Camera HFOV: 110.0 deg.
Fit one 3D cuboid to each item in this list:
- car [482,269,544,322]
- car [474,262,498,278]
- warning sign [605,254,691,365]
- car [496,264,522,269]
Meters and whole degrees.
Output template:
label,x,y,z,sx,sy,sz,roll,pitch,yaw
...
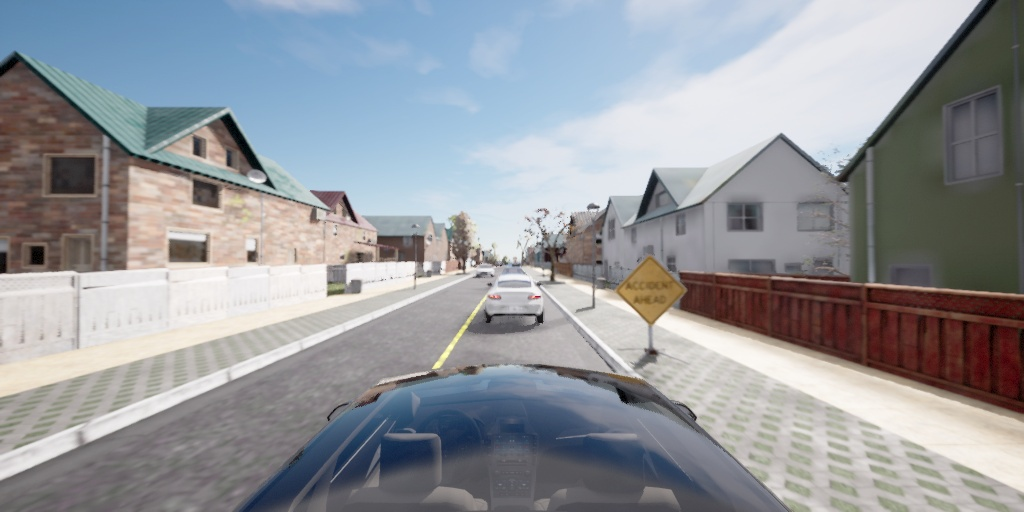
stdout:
label,x,y,z,sx,sy,sz,roll,pitch,yaw
car,0.083,1.362,12.612,1.812,1.442,4.674,0,0,0
car,-2.844,1.600,38.562,1.812,1.442,4.674,0,-1,0
warning sign,2.518,0.901,6.503,1.300,1.860,1.060,0,0,0
car,0.085,1.508,26.765,2.033,1.411,5.357,0,0,0
